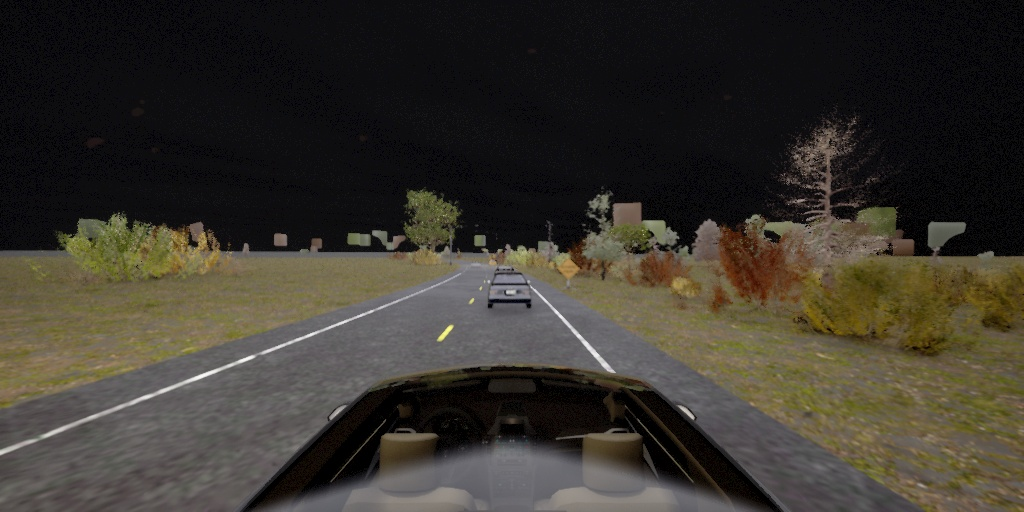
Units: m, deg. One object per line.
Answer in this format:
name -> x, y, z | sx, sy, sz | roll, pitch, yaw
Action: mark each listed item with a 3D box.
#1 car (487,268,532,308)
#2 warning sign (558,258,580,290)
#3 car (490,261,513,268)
car -> -0.127, 1.420, 15.912 | 2.033, 1.411, 5.357 | 0, 0, -1
warning sign -> 3.299, 1.029, 21.025 | 1.300, 1.860, 1.060 | 0, 0, -2
car -> -0.628, 1.490, 31.267 | 2.128, 1.511, 4.902 | 0, 0, -3
